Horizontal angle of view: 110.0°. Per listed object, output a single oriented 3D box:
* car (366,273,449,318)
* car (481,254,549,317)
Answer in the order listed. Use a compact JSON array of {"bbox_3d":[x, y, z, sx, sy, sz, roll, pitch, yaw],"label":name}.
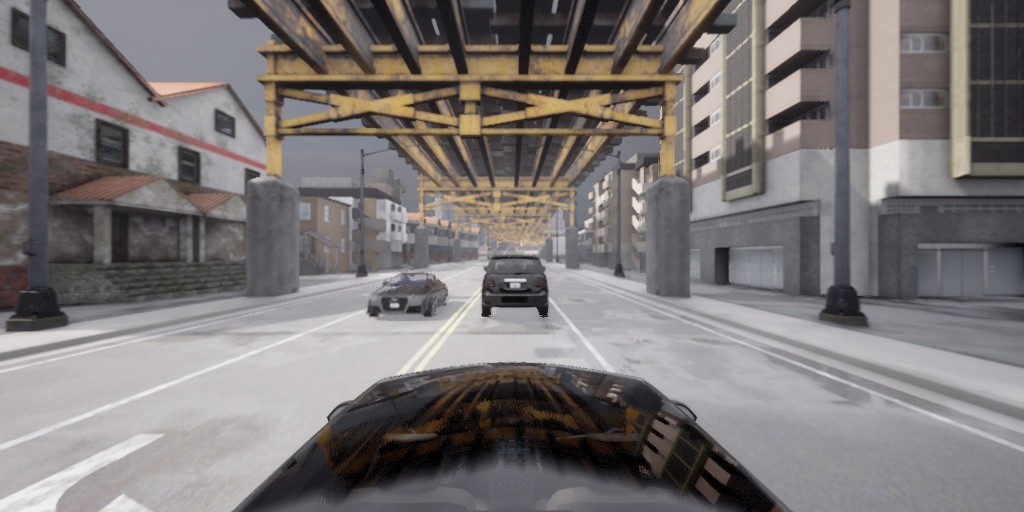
[{"bbox_3d":[-3.530,1.293,12.805,1.994,1.385,4.181,0,0,1],"label":"car"},{"bbox_3d":[0.098,0.950,13.255,2.150,2.045,5.566,0,0,0],"label":"car"}]
